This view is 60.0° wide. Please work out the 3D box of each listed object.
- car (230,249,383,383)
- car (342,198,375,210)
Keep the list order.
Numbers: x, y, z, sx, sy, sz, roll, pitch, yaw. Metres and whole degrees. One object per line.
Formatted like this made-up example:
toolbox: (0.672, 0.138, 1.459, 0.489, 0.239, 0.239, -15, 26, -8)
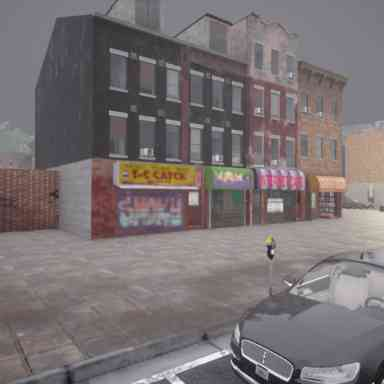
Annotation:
car: (2.474, 1.553, 4.562, 4.403, 1.369, 2.008, 0, 0, -35)
car: (18.666, 1.442, 39.650, 2.033, 1.411, 5.357, 0, 0, -36)
